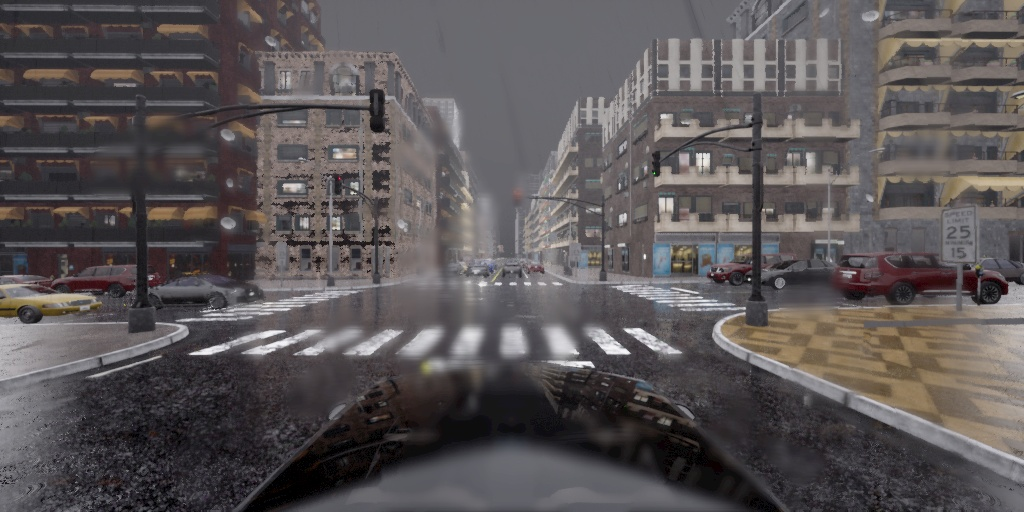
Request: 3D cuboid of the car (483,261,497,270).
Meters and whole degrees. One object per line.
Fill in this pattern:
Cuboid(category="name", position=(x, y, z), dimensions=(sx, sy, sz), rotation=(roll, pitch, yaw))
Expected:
Cuboid(category="car", position=(-3.207, 1.363, 53.434), dimensions=(1.895, 1.301, 4.718), rotation=(0, 0, 0))

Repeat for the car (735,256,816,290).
Cuboid(category="car", position=(14.933, 0.947, 18.933), dimensions=(4.892, 1.490, 1.837), rotation=(-1, 0, -1))

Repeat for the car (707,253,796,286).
Cuboid(category="car", position=(14.531, 0.758, 21.520), dimensions=(5.009, 1.841, 2.192), rotation=(0, 0, -1))

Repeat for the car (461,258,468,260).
Cuboid(category="car", position=(-5.777, 1.282, 40.651), dimensions=(1.751, 1.417, 4.829), rotation=(0, 0, 0))

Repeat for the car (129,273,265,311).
Cuboid(category="car", position=(-13.173, 1.532, 15.424), dimensions=(4.181, 1.385, 1.994), rotation=(-1, 0, -1))

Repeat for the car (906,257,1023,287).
Cuboid(category="car", position=(24.723, 0.806, 19.044), dimensions=(5.357, 1.411, 2.033), rotation=(-1, 0, -1))

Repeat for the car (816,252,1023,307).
Cuboid(category="car", position=(14.685, 0.774, 13.141), dimensions=(5.009, 1.841, 2.192), rotation=(0, 0, -1))

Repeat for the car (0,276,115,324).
Cuboid(category="car", position=(-17.654, 1.585, 12.786), dimensions=(4.829, 1.417, 1.751), rotation=(0, 0, -1))

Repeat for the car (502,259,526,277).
Cuboid(category="car", position=(0.007, 1.248, 35.849), dimensions=(2.128, 1.511, 4.902), rotation=(0, 0, 0))

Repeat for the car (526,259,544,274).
Cuboid(category="car", position=(2.603, 1.197, 40.842), dimensions=(1.967, 1.591, 4.097), rotation=(0, 0, 0))

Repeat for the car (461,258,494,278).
Cuboid(category="car", position=(-3.172, 1.246, 34.014), dimensions=(2.128, 1.511, 4.902), rotation=(0, 0, 0))

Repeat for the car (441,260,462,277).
Cuboid(category="car", position=(-5.765, 1.321, 35.139), dimensions=(1.948, 1.339, 4.313), rotation=(0, 0, 0))

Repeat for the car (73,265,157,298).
Cuboid(category="car", position=(-23.642, 1.462, 21.069), dimensions=(5.009, 1.841, 2.192), rotation=(0, 0, -1))

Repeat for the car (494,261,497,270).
Cuboid(category="car", position=(-3.192, 1.236, 43.437), dimensions=(1.882, 1.535, 5.008), rotation=(0, 0, 0))
